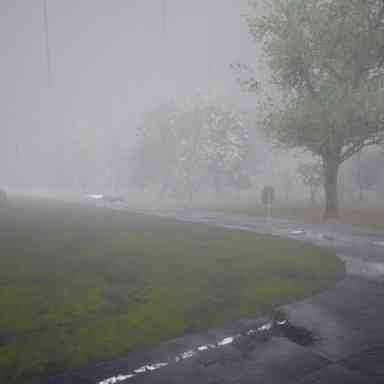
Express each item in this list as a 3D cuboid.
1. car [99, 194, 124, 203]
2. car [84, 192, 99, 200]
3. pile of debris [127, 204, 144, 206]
[{"bbox_3d":[-11.568,0.886,48.533,1.895,1.301,4.718,0,1,-33],"label":"car"},{"bbox_3d":[-16.969,0.728,56.691,1.895,1.301,4.718,0,1,-33],"label":"car"},{"bbox_3d":[-7.068,1.594,41.575,1.500,0.140,1.860,0,1,-33],"label":"pile of debris"}]
